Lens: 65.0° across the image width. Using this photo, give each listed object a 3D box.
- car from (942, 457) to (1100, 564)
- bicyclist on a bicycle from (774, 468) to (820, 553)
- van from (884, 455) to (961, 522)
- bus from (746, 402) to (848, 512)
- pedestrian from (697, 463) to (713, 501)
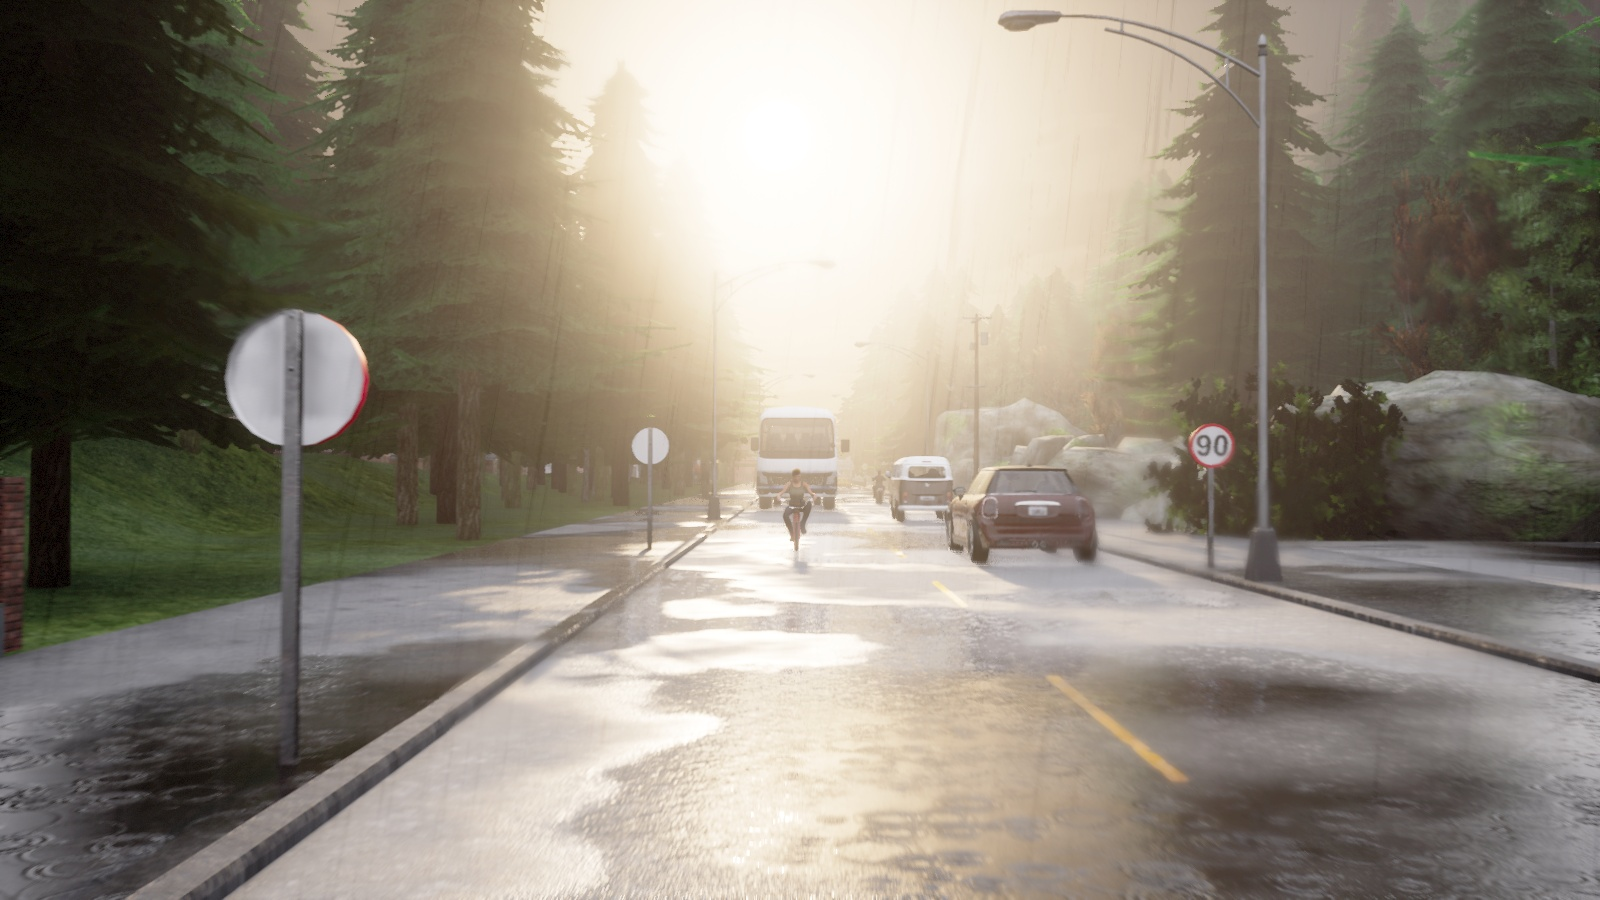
[{"bbox_3d":[3.941,1.045,23.198,2.097,1.767,4.553,0,-1,0],"label":"car"},{"bbox_3d":[-0.057,1.166,24.767,0.866,1.612,1.509,0,-1,0],"label":"bicyclist on a bicycle"},{"bbox_3d":[3.912,1.209,40.905,2.069,2.038,4.480,0,-1,0],"label":"van"},{"bbox_3d":[-0.109,0.341,53.917,3.944,4.253,10.273,0,-1,0],"label":"bus"},{"bbox_3d":[-4.713,1.585,62.245,0.703,1.840,0.431,0,-1,-28],"label":"pedestrian"}]
